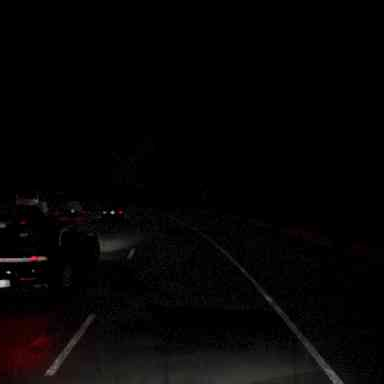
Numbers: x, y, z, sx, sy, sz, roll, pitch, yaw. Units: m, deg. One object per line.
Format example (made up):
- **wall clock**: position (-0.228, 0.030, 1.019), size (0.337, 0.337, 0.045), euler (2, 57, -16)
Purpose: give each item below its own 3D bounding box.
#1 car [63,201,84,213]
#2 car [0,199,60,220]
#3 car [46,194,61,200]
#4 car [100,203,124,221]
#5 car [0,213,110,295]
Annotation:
- **car**: position (-12.352, 1.648, 34.622), size (1.812, 1.442, 4.674), euler (0, 0, -18)
- **car**: position (-7.981, 1.408, 15.645), size (2.097, 1.767, 4.553), euler (0, 0, -7)
- **car**: position (-35.478, 1.523, 84.610), size (5.566, 2.045, 2.150), euler (0, 0, 42)
- **car**: position (-6.749, 1.647, 28.137), size (2.033, 1.411, 5.357), euler (0, 0, -14)
- **car**: position (-3.745, 1.523, 8.697), size (2.128, 1.511, 4.902), euler (0, 0, -4)
